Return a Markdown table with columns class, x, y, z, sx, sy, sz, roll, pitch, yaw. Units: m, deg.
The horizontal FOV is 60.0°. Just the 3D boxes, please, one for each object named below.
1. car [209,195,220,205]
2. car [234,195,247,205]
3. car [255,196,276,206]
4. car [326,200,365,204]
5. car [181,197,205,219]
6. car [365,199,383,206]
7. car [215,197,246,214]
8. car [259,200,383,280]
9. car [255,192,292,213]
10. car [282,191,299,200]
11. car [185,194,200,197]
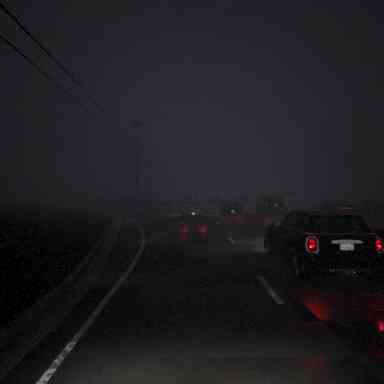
| class | x | y | z | sx | sy | sz | roll | pitch | yaw |
| --- | --- | --- | --- | --- | --- | --- | --- | --- | --- |
| car | 3.595 | 1.185 | 51.261 | 1.812 | 1.442 | 4.674 | 0 | 0 | 0 |
| car | 7.095 | 1.158 | 50.212 | 2.128 | 1.511 | 4.902 | 0 | 0 | 0 |
| car | 10.596 | 1.280 | 48.294 | 1.895 | 1.301 | 4.718 | 0 | 0 | 0 |
| car | 10.598 | 1.323 | 25.201 | 2.128 | 1.511 | 4.902 | 0 | 0 | 0 |
| car | 0.093 | 1.346 | 26.572 | 1.812 | 1.442 | 4.674 | 0 | 0 | 0 |
| car | 14.098 | 1.333 | 25.853 | 1.837 | 1.490 | 4.892 | 0 | 0 | 0 |
| car | 3.597 | 1.390 | 31.599 | 1.895 | 1.301 | 4.718 | 0 | 0 | 0 |
| car | 3.599 | 1.285 | 9.840 | 2.097 | 1.767 | 4.553 | 0 | 0 | 0 |
| car | 7.098 | 1.150 | 30.178 | 2.097 | 1.767 | 4.553 | 0 | 0 | 0 |
| car | 14.095 | 0.895 | 49.284 | 2.150 | 2.045 | 5.566 | 0 | 0 | 0 |
| car | 0.095 | 1.023 | 49.559 | 2.097 | 1.767 | 4.553 | 0 | 0 | 0 |
